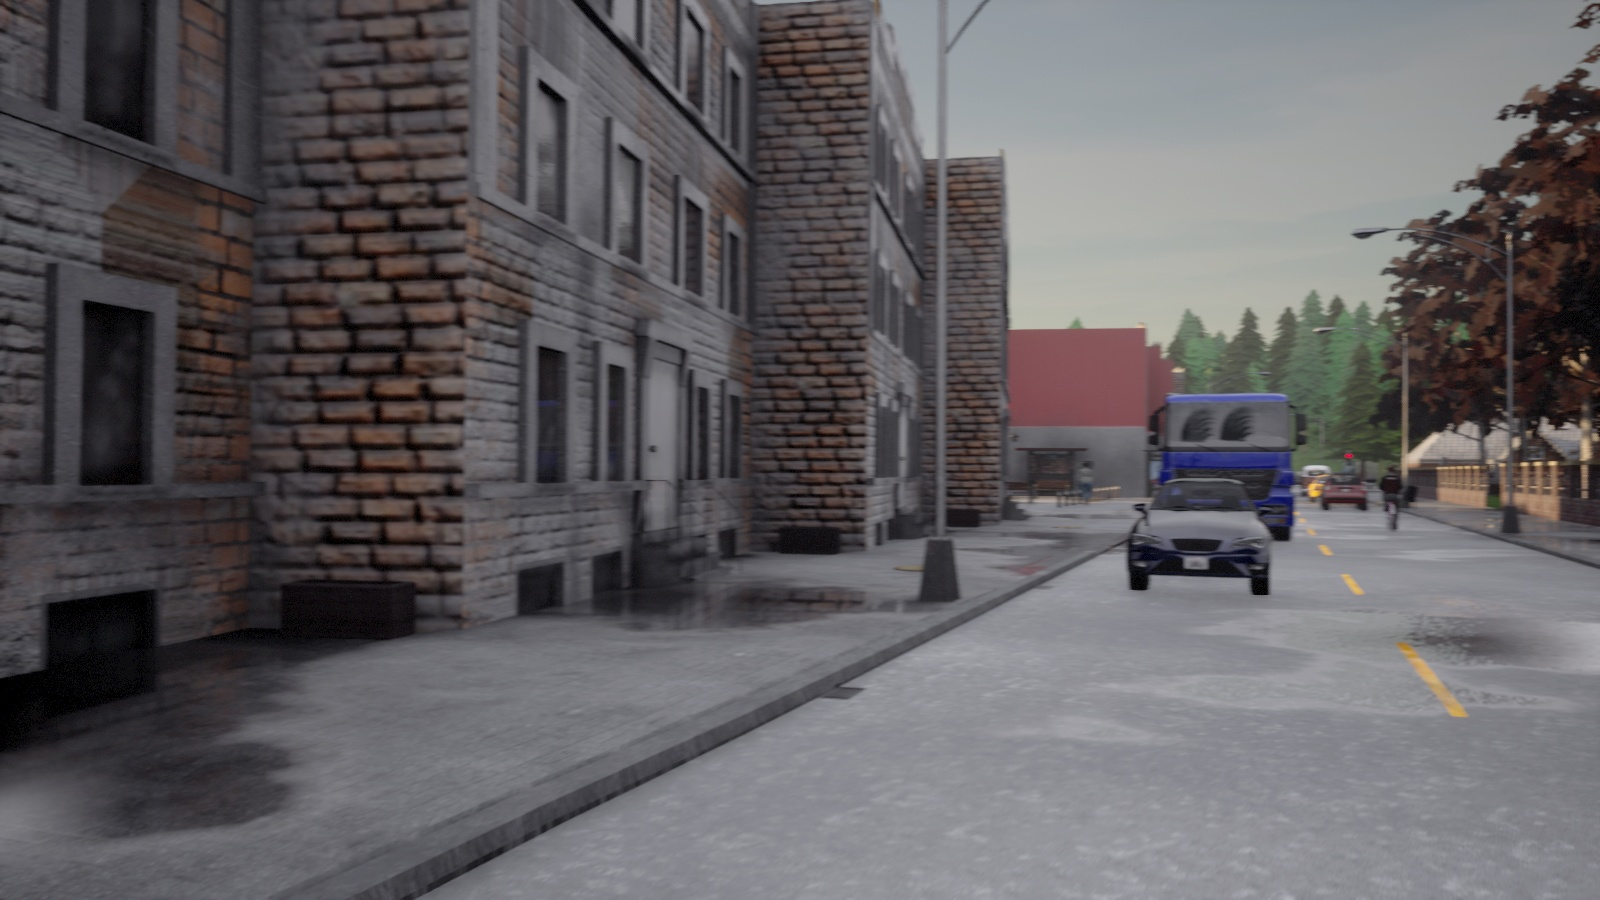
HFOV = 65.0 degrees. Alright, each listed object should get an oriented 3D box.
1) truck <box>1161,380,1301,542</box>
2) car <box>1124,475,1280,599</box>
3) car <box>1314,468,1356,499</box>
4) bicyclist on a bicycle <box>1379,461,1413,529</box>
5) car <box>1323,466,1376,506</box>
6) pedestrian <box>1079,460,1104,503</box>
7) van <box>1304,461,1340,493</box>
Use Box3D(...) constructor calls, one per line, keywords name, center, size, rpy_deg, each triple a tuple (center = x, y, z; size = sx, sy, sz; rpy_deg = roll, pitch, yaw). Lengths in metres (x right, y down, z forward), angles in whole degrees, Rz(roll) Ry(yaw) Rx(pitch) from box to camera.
Box3D(name="truck", center=(10.782, 0.299, 31.176), size=(2.891, 3.462, 7.936), rpy_deg=(0, -1, 20))
Box3D(name="car", center=(5.639, 1.086, 17.353), size=(1.816, 1.474, 4.193), rpy_deg=(0, -1, 20))
Box3D(name="car", center=(28.099, 1.742, 66.103), size=(1.801, 1.575, 5.366), rpy_deg=(0, -1, 21))
Box3D(name="bicyclist on a bicycle", center=(16.055, 1.188, 33.858), size=(0.659, 1.776, 1.843), rpy_deg=(0, -1, 20))
Box3D(name="car", center=(23.559, 1.518, 53.966), size=(1.851, 1.617, 3.988), rpy_deg=(0, -1, 21))
Box3D(name="pedestrian", center=(12.454, 1.341, 53.644), size=(0.874, 1.855, 0.900), rpy_deg=(0, -1, 22))
Box3D(name="van", center=(33.940, 1.762, 81.752), size=(2.069, 2.038, 4.480), rpy_deg=(0, -1, 21))
